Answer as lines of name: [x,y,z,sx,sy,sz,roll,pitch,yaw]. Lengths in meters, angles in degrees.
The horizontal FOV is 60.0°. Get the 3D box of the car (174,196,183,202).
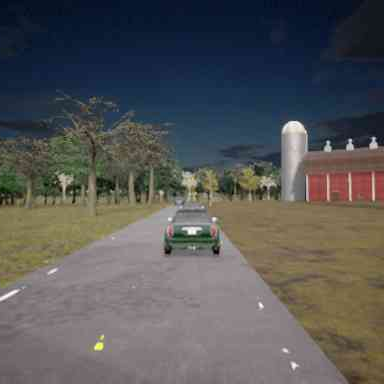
car: [-2.751,1.971,71.726,2.150,2.045,5.566,0,-1,0]

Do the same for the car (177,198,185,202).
car: [0.004,1.635,29.068,2.097,1.767,4.553,0,-1,0]

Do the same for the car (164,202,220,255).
car: [0.003,1.489,14.067,2.097,1.767,4.553,0,-1,0]
